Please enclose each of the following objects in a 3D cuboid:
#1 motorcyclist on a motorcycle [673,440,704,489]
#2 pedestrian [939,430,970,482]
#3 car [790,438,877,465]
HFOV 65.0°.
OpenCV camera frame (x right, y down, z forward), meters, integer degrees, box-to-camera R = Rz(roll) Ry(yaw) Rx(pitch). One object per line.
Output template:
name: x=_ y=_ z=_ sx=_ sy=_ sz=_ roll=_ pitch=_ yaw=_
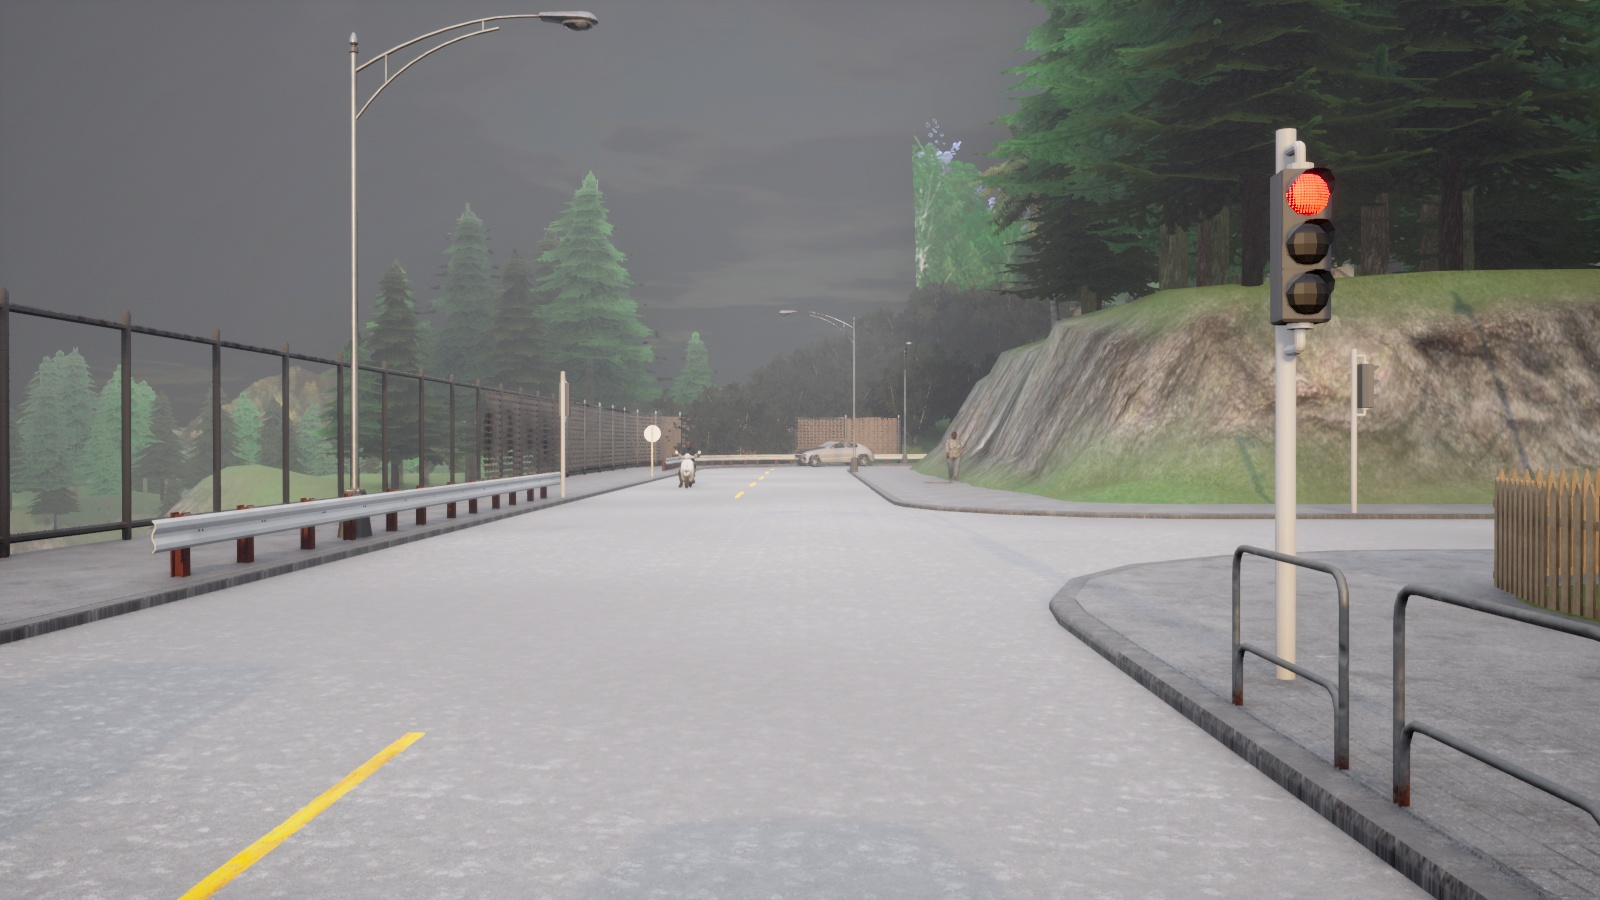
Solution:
motorcyclist on a motorcycle: x=-3.707 y=0.461 z=41.817 sx=0.866 sy=1.590 sz=1.817 roll=0 pitch=0 yaw=0
pedestrian: x=5.505 y=0.207 z=44.780 sx=0.874 sy=1.855 sz=0.900 roll=0 pitch=0 yaw=-8
car: x=2.081 y=0.086 z=78.371 sx=5.027 sy=1.651 sz=2.152 roll=0 pitch=0 yaw=-22
